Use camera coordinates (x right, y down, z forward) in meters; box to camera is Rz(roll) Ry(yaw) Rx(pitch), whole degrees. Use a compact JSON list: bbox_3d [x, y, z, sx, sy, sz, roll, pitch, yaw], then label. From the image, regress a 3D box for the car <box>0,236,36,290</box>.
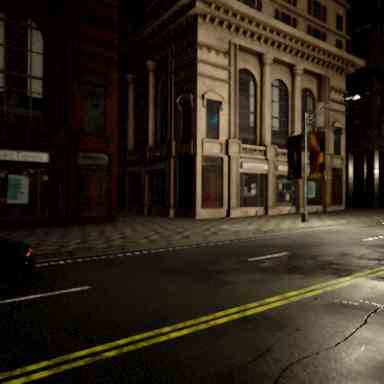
[{"bbox_3d":[-5.839,1.566,7.499,4.181,1.385,1.994,0,0,-36],"label":"car"}]
